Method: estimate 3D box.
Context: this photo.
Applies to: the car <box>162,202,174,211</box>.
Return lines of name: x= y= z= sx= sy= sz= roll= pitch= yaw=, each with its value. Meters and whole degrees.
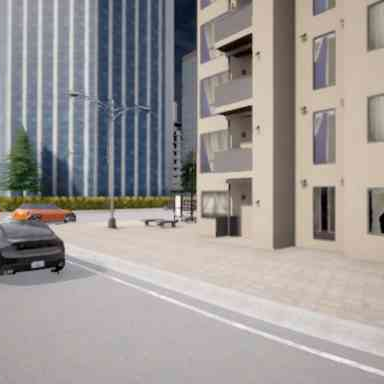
car: x=-2.239 y=2.072 z=48.968 sx=4.674 sy=1.442 sz=1.812 roll=1 pitch=-1 yaw=-42

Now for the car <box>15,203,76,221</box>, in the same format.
car: x=-11.310 y=1.624 z=25.878 sx=2.097 sy=1.767 sz=4.553 roll=1 pitch=-1 yaw=31

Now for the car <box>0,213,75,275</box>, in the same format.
car: x=-5.496 y=1.595 z=10.184 sx=1.837 sy=1.490 sz=4.892 roll=1 pitch=-1 yaw=-42
